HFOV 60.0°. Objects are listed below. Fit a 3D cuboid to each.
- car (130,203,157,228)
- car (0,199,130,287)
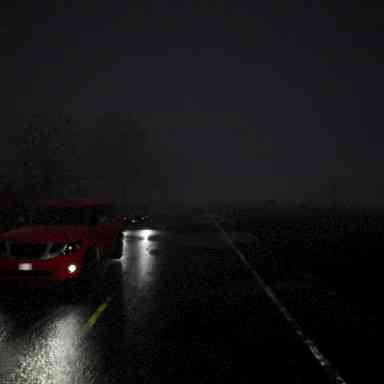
[{"bbox_3d":[-3.518,1.545,22.613,1.837,1.490,4.892,0,-1,0],"label":"car"},{"bbox_3d":[-3.506,1.241,9.775,2.150,2.045,5.566,0,0,0],"label":"car"}]
